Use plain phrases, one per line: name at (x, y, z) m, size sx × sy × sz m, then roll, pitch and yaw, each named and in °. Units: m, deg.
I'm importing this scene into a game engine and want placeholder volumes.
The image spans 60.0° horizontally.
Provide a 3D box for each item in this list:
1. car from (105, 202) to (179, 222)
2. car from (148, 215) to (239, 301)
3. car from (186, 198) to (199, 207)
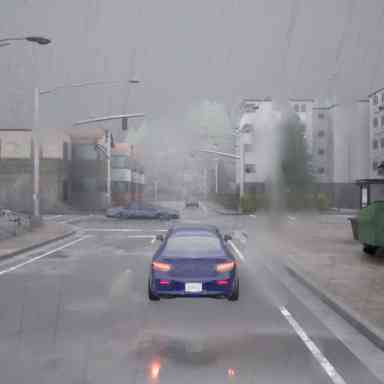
car at (-3.553, 1.444, 24.314) m, size 5.357 × 1.411 × 2.033 m, roll 1°, pitch 0°, yaw 0°
car at (0.042, 1.526, 8.207) m, size 1.812 × 1.442 × 4.674 m, roll 0°, pitch 0°, yaw 0°
car at (0.023, 1.547, 49.725) m, size 2.033 × 1.411 × 5.357 m, roll 0°, pitch 0°, yaw 0°
